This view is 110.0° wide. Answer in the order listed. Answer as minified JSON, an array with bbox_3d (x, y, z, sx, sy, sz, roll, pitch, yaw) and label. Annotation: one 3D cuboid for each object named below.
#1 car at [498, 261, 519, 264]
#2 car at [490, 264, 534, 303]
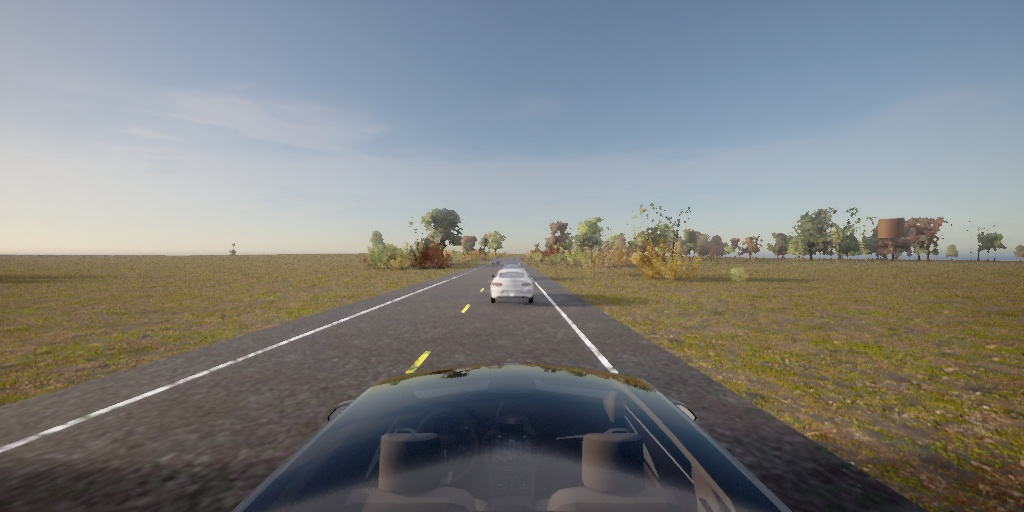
[{"bbox_3d":[0.000,1.275,31.499,1.812,1.442,4.674,0,0,0],"label":"car"},{"bbox_3d":[0.000,1.283,16.500,1.812,1.442,4.674,0,0,0],"label":"car"}]
